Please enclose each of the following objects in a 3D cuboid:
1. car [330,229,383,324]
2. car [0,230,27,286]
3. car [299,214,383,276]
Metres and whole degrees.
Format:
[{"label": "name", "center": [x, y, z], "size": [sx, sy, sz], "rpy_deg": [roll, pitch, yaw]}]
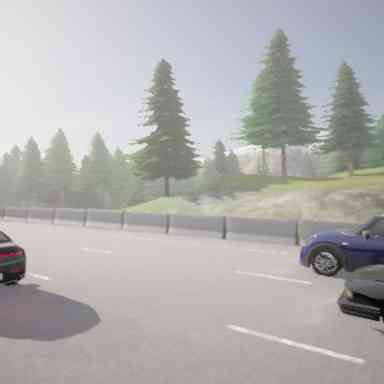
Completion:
[{"label": "car", "center": [5.056, 1.547, 4.683], "size": [5.357, 1.411, 2.033], "rpy_deg": [0, 0, 36]}, {"label": "car", "center": [-6.040, 1.534, 8.299], "size": [4.892, 1.490, 1.837], "rpy_deg": [0, 0, 36]}, {"label": "car", "center": [5.273, 1.352, 8.828], "size": [4.553, 1.767, 2.097], "rpy_deg": [0, 0, 36]}]
